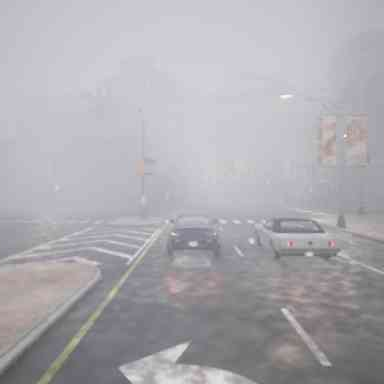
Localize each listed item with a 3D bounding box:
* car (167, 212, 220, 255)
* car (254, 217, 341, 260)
[{"bbox_3d":[0.062,1.503,13.011,1.812,1.442,4.674,0,0,0],"label":"car"},{"bbox_3d":[3.558,1.579,12.245,1.895,1.301,4.718,0,0,0],"label":"car"}]
